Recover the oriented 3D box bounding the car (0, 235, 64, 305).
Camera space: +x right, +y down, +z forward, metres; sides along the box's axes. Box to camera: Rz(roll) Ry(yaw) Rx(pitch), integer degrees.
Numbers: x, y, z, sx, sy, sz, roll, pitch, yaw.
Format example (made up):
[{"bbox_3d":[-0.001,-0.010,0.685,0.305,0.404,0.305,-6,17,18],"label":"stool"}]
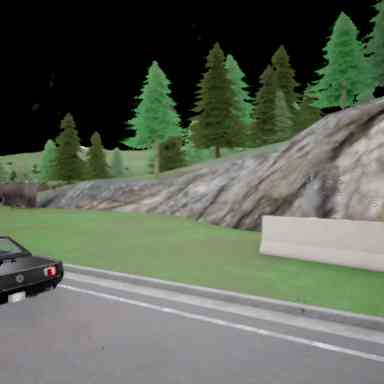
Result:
[{"bbox_3d":[-4.969,1.577,7.049,4.718,1.301,1.895,0,1,32],"label":"car"}]
